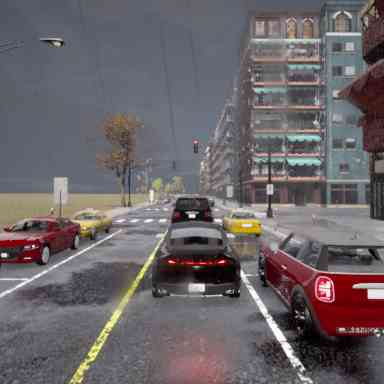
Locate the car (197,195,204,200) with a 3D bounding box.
[{"bbox_3d":[2.468,1.555,95.617,1.752,1.417,4.829,1,0,0],"label":"car"}]

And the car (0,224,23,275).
[{"bbox_3d":[-5.313,1.552,6.136,2.008,1.369,4.403,1,0,0],"label":"car"}]

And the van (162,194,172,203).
[{"bbox_3d":[-5.384,1.362,72.304,1.690,1.788,3.998,1,0,0],"label":"van"}]

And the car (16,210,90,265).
[{"bbox_3d":[-5.319,1.548,11.673,1.887,1.381,4.507,1,0,0],"label":"car"}]

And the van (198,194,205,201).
[{"bbox_3d":[2.476,1.368,89.786,1.690,1.788,3.998,1,0,0],"label":"van"}]

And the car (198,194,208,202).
[{"bbox_3d":[2.489,1.338,78.464,2.192,1.841,5.009,1,0,0],"label":"car"}]

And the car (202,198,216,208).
[{"bbox_3d":[2.518,1.565,50.159,2.008,1.369,4.403,1,0,0],"label":"car"}]

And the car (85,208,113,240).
[{"bbox_3d":[-5.325,1.530,17.039,1.752,1.417,4.829,1,0,0],"label":"car"}]

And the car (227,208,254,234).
[{"bbox_3d":[2.554,1.530,17.815,1.752,1.417,4.829,1,0,0],"label":"car"}]

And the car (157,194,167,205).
[{"bbox_3d":[-5.373,1.457,60.995,1.967,1.590,4.097,1,0,0],"label":"car"}]

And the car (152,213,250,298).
[{"bbox_3d":[0.090,1.507,8.513,1.837,1.490,4.892,0,0,0],"label":"car"}]

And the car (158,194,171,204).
[{"bbox_3d":[-5.378,1.334,66.650,2.192,1.841,5.009,1,0,0],"label":"car"}]

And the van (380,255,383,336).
[{"bbox_3d":[2.575,1.341,1.010,1.690,1.788,3.998,1,0,0],"label":"van"}]

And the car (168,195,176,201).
[{"bbox_3d":[-5.406,1.609,89.266,1.802,1.307,4.206,1,0,0],"label":"car"}]

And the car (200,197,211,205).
[{"bbox_3d":[2.505,1.599,61.481,1.802,1.307,4.206,1,0,0],"label":"car"}]

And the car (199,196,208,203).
[{"bbox_3d":[2.493,1.587,72.803,1.947,1.339,4.313,1,0,0],"label":"car"}]

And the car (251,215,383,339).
[{"bbox_3d":[2.568,1.442,6.555,1.967,1.590,4.097,1,0,0],"label":"car"}]

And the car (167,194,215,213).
[{"bbox_3d":[0.060,1.226,18.367,2.150,2.045,5.566,0,0,1],"label":"car"}]
